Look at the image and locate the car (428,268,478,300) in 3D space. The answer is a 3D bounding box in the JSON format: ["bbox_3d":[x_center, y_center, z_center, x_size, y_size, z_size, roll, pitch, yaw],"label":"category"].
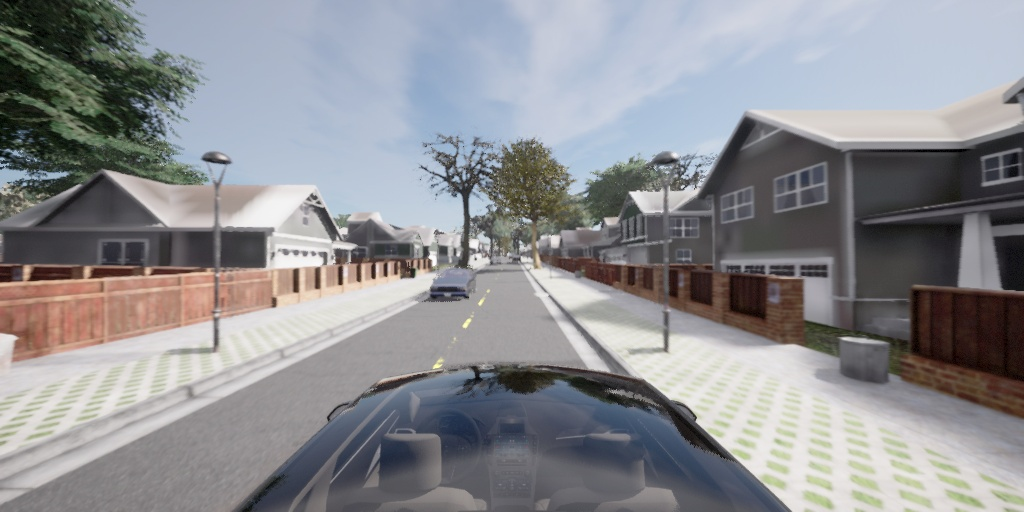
[{"bbox_3d":[-2.842,1.343,18.480,2.033,1.411,5.357,0,0,0],"label":"car"}]

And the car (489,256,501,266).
[{"bbox_3d":[-2.767,0.793,60.263,2.128,1.511,4.902,0,1,1],"label":"car"}]
